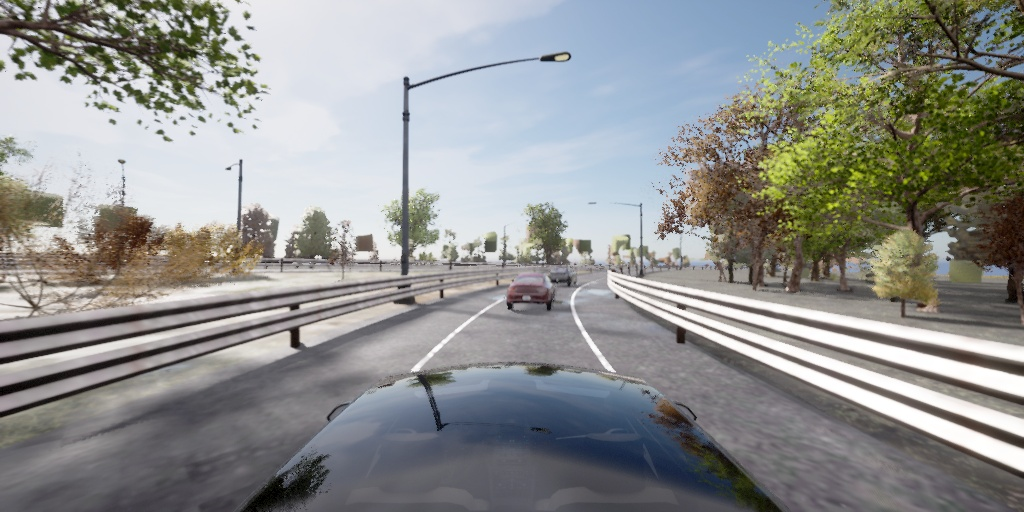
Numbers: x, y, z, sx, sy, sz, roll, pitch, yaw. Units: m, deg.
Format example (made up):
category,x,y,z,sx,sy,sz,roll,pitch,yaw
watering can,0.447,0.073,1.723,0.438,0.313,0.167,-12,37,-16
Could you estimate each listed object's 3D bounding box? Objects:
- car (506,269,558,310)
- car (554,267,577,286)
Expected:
category,x,y,z,sx,sy,sz,roll,pitch,yaw
car,0.915,1.458,15.839,1.812,1.442,4.674,0,-1,9
car,4.282,1.697,30.045,2.128,1.511,4.902,0,-1,18
